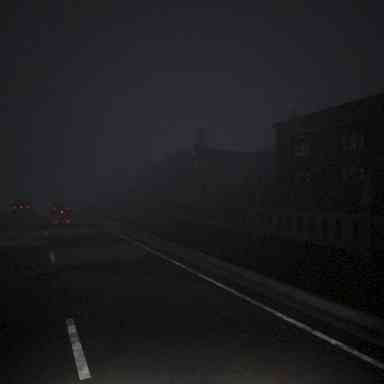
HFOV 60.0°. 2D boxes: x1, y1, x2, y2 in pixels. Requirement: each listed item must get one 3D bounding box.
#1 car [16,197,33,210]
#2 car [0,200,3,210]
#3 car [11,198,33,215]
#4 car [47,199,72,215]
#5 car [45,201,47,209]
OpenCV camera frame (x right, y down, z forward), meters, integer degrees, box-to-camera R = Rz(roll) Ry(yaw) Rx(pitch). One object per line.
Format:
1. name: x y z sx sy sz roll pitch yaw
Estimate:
1. car: -21.955 1.505 43.662 1.837 1.490 4.892 0 0 -25
2. car: -24.908 1.478 41.707 1.882 1.535 5.008 0 0 -25
3. car: -17.462 1.547 34.245 2.033 1.411 5.357 0 0 -25
4. car: -13.282 1.601 33.567 1.895 1.301 4.718 0 0 -25
5. car: -17.688 1.564 42.787 1.994 1.385 4.181 0 0 -26
